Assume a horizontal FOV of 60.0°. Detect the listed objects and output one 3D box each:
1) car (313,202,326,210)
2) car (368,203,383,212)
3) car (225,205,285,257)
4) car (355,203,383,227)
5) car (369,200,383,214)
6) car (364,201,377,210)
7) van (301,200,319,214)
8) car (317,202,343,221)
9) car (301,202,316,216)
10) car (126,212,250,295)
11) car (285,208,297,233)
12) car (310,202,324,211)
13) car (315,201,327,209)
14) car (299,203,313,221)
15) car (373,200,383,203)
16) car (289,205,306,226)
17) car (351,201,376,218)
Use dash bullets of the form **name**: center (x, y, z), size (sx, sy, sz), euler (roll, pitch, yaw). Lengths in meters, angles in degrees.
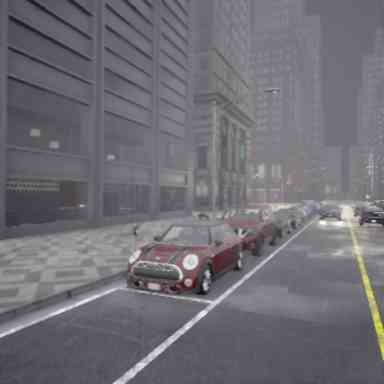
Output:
- **car**: center (23.142, 2.434, 60.353), size (1.947, 1.339, 4.313), euler (0, -1, 24)
- **car**: center (28.602, 2.404, 51.716), size (1.947, 1.339, 4.313), euler (0, -1, 24)
- **car**: center (2.320, 1.479, 14.103), size (2.192, 1.841, 5.009), euler (0, -1, 24)
- **car**: center (14.423, 1.927, 26.767), size (1.837, 1.490, 4.892), euler (0, -1, 24)
- **car**: center (26.290, 2.073, 46.580), size (2.192, 1.841, 5.009), euler (0, -1, 24)
- **car**: center (33.230, 2.441, 61.995), size (1.967, 1.590, 4.097), euler (0, -1, 24)
- **van**: center (13.889, 1.888, 39.799), size (1.690, 1.788, 3.998), euler (0, -1, 24)
- **car**: center (13.595, 1.977, 32.553), size (1.837, 1.490, 4.892), euler (0, -1, 25)
- **car**: center (11.573, 2.051, 34.657), size (1.802, 1.307, 4.206), euler (0, -1, 24)
- **car**: center (0.005, 1.528, 8.962), size (1.967, 1.590, 4.097), euler (0, -1, 24)
- **car**: center (4.632, 1.805, 19.240), size (1.947, 1.339, 4.313), euler (0, -1, 24)
- **car**: center (20.828, 2.352, 55.214), size (1.947, 1.339, 4.313), euler (0, -1, 24)
- **car**: center (25.456, 2.500, 65.493), size (2.008, 1.369, 4.403), euler (0, -1, 24)
- **car**: center (9.259, 1.942, 29.518), size (2.008, 1.369, 4.403), euler (0, -1, 24)
- **car**: center (23.977, 1.993, 41.441), size (2.192, 1.841, 5.009), euler (0, -1, 24)
- **car**: center (6.946, 1.881, 24.379), size (1.947, 1.339, 4.313), euler (0, -1, 24)
- **car**: center (19.068, 2.086, 37.178), size (1.837, 1.490, 4.892), euler (0, 0, 25)
